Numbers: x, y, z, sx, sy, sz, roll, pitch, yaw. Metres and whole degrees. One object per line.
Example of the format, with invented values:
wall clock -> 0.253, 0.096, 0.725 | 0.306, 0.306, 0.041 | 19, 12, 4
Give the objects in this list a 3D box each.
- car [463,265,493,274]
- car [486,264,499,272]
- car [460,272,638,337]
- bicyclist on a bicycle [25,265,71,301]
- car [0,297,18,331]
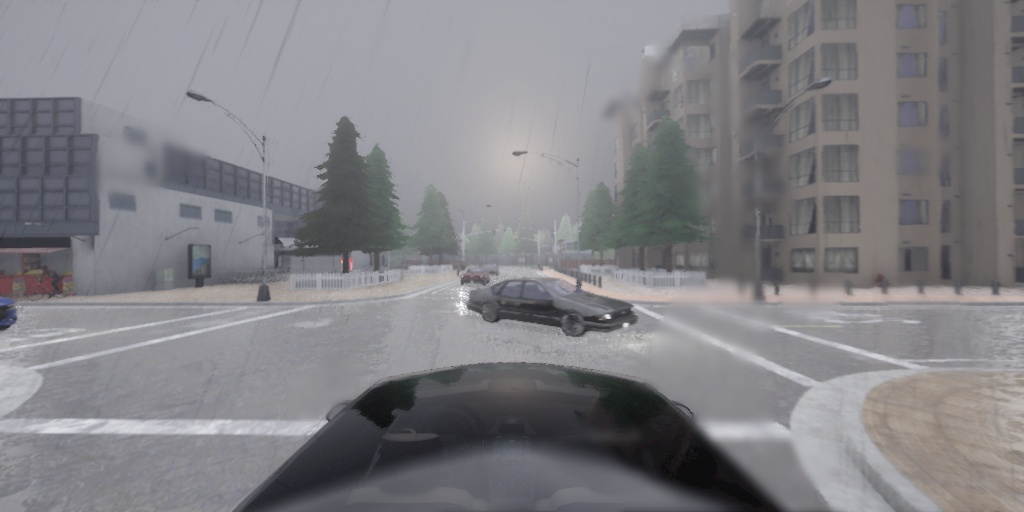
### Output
car -> -2.895, 1.592, 28.467 | 1.895, 1.301, 4.718 | 0, 0, 1
car -> -2.511, 1.659, 42.869 | 2.033, 1.411, 5.357 | 0, 0, 1
car -> 0.882, 1.362, 10.770 | 5.357, 1.411, 2.033 | -1, 0, 43
bicyclist on a bicycle -> -21.954, 1.265, 16.990 | 0.582, 1.620, 1.656 | 0, 0, 2
car -> -16.062, 1.350, 9.298 | 5.008, 1.535, 1.882 | 0, 0, 2
